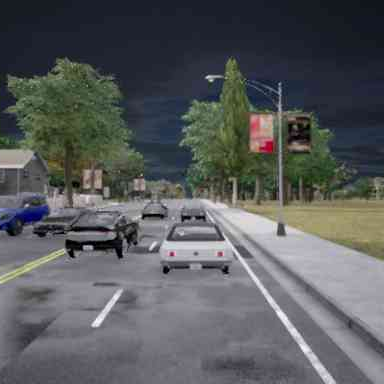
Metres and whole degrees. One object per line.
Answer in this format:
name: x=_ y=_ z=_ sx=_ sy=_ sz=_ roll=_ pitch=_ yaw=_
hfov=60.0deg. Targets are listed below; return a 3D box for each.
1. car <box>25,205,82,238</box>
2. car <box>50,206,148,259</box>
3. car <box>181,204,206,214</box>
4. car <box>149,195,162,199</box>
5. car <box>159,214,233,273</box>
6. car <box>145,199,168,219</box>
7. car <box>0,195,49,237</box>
car: x=-6.592 y=1.538 z=18.047 sx=2.033 sy=1.411 sz=5.357 roll=0 pitch=0 yaw=0
car: x=-3.152 y=1.480 z=12.533 sx=2.128 sy=1.511 sz=4.902 roll=0 pitch=0 yaw=0
car: x=0.103 y=1.600 z=26.105 sx=1.895 sy=1.301 sz=4.718 roll=0 pitch=0 yaw=0
car: x=-6.476 y=1.268 z=59.868 sx=1.837 sy=1.490 sz=4.892 roll=0 pitch=0 yaw=0
car: x=0.095 y=1.590 z=10.600 sx=1.895 sy=1.301 sz=4.718 roll=0 pitch=0 yaw=0
car: x=-3.145 y=1.568 z=28.751 sx=1.994 sy=1.385 sz=4.181 roll=0 pitch=0 yaw=0
car: x=-9.843 y=1.211 z=18.480 sx=2.150 sy=2.045 sz=5.566 roll=0 pitch=0 yaw=0
